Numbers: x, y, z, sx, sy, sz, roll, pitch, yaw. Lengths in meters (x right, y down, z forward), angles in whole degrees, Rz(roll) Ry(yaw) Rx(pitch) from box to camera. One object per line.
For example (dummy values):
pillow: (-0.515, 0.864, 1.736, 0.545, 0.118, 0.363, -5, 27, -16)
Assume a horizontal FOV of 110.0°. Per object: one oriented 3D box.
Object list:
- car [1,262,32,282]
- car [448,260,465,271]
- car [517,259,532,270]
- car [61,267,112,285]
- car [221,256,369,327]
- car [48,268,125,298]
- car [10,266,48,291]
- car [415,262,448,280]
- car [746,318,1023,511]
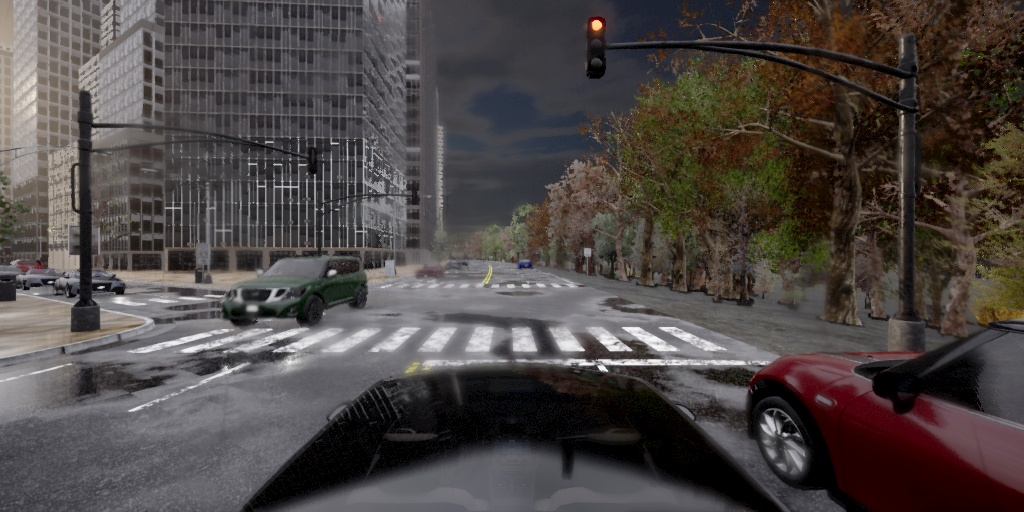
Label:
car: (-43.362, 1.600, 30.679, 4.892, 1.490, 1.837, 1, 1, 28)
car: (-7.868, 1.333, 48.445, 1.994, 1.385, 4.181, 0, 0, -3)
car: (1.828, 1.218, 53.316, 1.882, 1.535, 5.008, -3, -1, -4)
car: (-36.014, 1.648, 30.318, 4.718, 1.301, 1.895, -1, 0, 28)
car: (-6.703, 1.014, 11.972, 2.150, 2.045, 5.566, 0, 0, -1)
car: (-23.394, 1.491, 19.835, 4.181, 1.385, 1.994, 0, 0, 29)
car: (-32.131, 1.565, 24.576, 4.181, 1.385, 1.994, 0, 0, 29)
car: (-7.153, 1.361, 31.642, 1.895, 1.301, 4.718, 0, 0, -2)
car: (3.320, 1.070, 1.725, 2.097, 1.767, 4.553, -1, -1, 2)
